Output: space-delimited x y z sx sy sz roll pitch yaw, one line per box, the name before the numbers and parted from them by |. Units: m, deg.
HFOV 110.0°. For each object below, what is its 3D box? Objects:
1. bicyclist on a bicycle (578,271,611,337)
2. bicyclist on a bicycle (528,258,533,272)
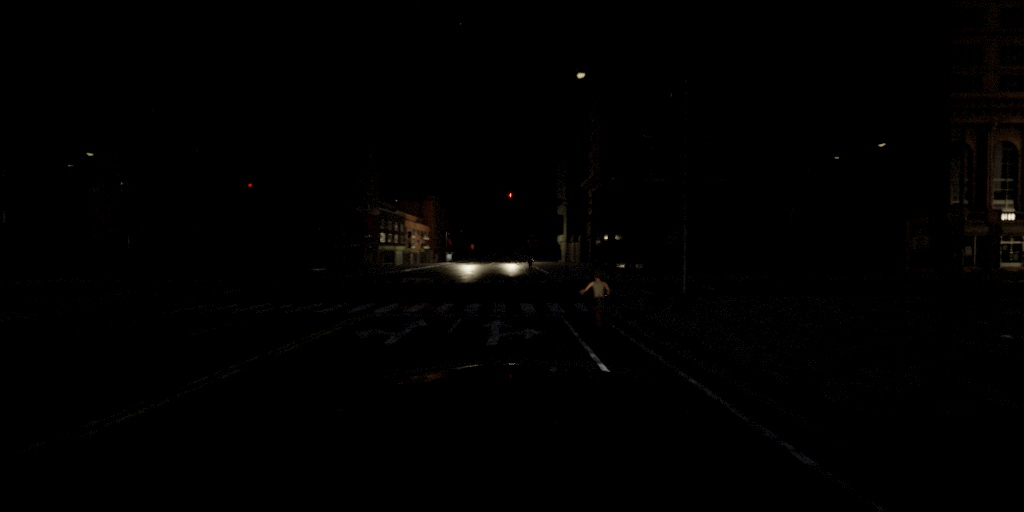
bicyclist on a bicycle | 2.177 1.173 9.253 0.866 1.612 1.509 0 0 0
bicyclist on a bicycle | 2.244 1.067 43.831 0.659 1.776 1.843 0 0 0
